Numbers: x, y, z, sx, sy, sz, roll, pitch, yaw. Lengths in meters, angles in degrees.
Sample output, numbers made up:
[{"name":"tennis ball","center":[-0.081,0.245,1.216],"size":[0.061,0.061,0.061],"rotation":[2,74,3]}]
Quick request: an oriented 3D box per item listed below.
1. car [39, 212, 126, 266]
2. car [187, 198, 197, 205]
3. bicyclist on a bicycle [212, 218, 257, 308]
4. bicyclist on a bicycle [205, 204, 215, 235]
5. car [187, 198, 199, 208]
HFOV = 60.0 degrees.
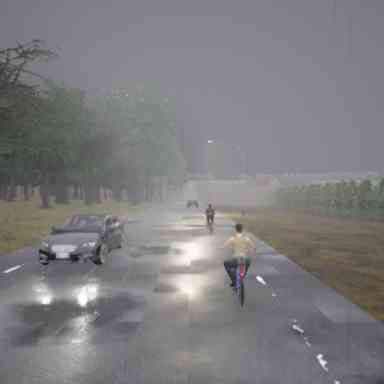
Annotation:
[{"name":"car","center":[-3.594,1.503,11.691],"size":[2.128,1.511,4.902],"rotation":[0,0,0]},{"name":"car","center":[0.038,2.144,73.799],"size":[2.128,1.511,4.902],"rotation":[0,-1,0]},{"name":"bicyclist on a bicycle","center":[0.965,1.443,6.971],"size":[0.866,1.612,1.509],"rotation":[0,-1,0]},{"name":"bicyclist on a bicycle","center":[0.974,1.478,17.691],"size":[0.582,1.620,1.656],"rotation":[0,0,0]},{"name":"car","center":[0.127,1.884,57.249],"size":[1.837,1.490,4.892],"rotation":[0,-1,0]}]
